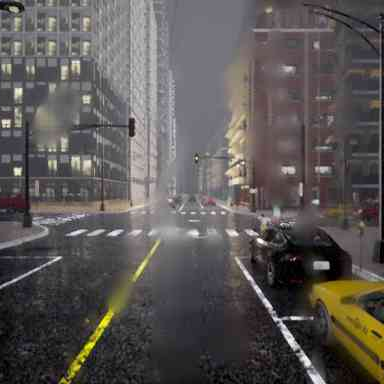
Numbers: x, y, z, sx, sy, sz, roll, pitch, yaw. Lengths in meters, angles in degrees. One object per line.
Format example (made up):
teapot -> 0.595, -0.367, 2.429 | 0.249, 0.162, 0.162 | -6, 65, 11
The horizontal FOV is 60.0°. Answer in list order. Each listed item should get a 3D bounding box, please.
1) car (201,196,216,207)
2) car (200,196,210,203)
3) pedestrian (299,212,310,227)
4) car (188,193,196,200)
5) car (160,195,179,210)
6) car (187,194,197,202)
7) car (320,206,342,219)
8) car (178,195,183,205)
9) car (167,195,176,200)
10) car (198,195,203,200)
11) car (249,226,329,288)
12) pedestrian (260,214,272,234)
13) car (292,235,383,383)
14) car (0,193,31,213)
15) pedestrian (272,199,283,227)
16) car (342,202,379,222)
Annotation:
car -> 2.747, 1.575, 51.023 | 1.802, 1.307, 4.206 | 0, 0, 0
car -> 2.699, 1.549, 69.588 | 2.008, 1.369, 4.403 | 0, 0, 0
pedestrian -> 5.572, 1.136, 16.458 | 0.375, 1.860, 0.375 | 0, 0, 0
car -> 0.009, 1.192, 83.594 | 2.097, 1.767, 4.553 | 0, 0, 0
car -> -3.094, 1.539, 43.913 | 2.033, 1.411, 5.357 | 0, 0, -1
car -> 0.008, 1.517, 73.622 | 1.812, 1.442, 4.674 | 0, 0, 0
car -> 14.646, 1.824, 31.339 | 4.829, 1.417, 1.752 | 1, -1, 0
car -> -3.063, 1.560, 59.665 | 1.994, 1.385, 4.181 | 0, 0, 0
car -> -5.680, 1.561, 92.183 | 2.008, 1.369, 4.403 | 0, 0, 0
car -> 2.698, 1.547, 63.940 | 2.008, 1.369, 4.403 | 0, 0, 0
car -> 2.693, 1.563, 8.999 | 1.947, 1.339, 4.313 | 0, 0, 0
pedestrian -> 3.440, 1.569, 15.858 | 0.375, 1.300, 0.375 | 0, 0, 0
car -> 2.693, 1.524, 3.487 | 1.752, 1.417, 4.829 | 0, 0, 0
car -> -17.690, 1.017, 31.063 | 5.009, 1.841, 2.192 | 1, -1, 0
pedestrian -> 4.394, 1.177, 17.059 | 0.375, 1.860, 0.375 | 0, 0, 0
car -> 15.955, 1.669, 28.746 | 4.553, 1.767, 2.097 | 1, 0, 0
